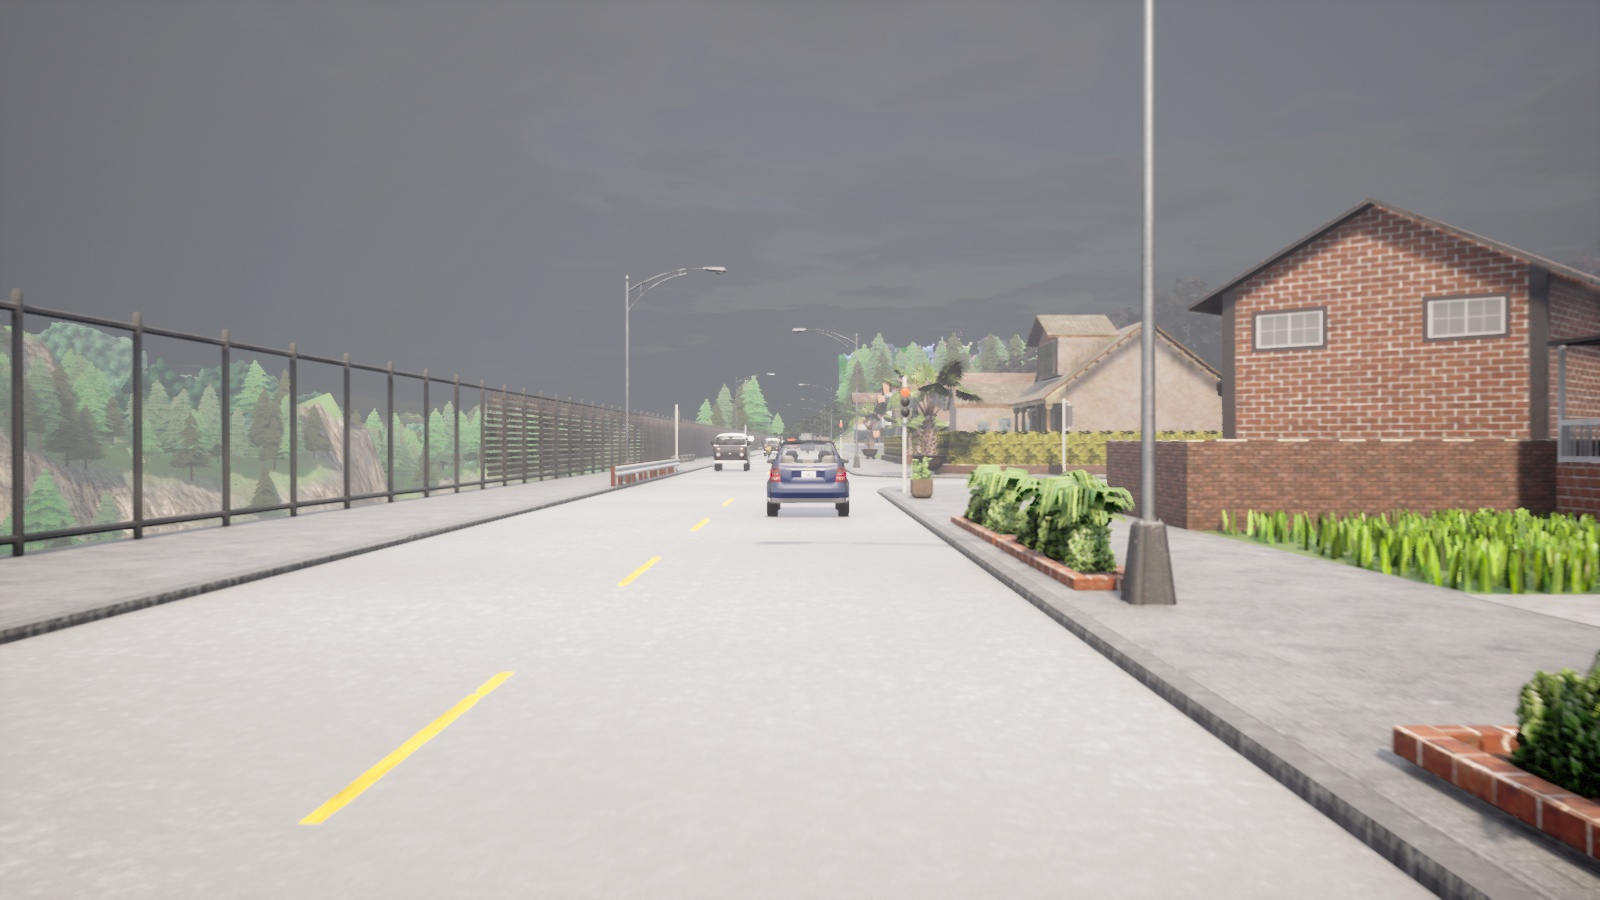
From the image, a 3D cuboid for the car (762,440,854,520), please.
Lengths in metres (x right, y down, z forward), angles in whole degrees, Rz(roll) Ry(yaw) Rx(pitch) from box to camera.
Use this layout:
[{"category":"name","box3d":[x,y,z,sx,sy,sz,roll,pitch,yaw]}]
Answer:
[{"category":"car","box3d":[0.166,0.576,26.419,1.789,1.549,3.705,0,0,0]}]

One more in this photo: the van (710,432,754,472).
[{"category":"van","box3d":[-3.602,0.094,66.771,2.069,2.038,4.480,0,0,0]}]
